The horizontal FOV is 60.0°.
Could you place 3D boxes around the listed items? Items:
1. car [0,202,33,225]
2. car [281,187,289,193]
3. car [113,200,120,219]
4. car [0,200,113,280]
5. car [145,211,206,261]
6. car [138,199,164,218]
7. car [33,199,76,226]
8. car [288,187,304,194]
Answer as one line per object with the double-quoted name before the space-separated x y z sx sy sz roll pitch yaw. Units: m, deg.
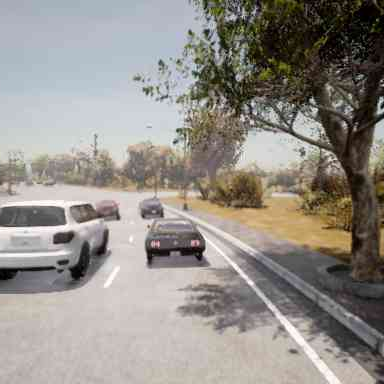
"car" -13.814 1.562 25.507 1.895 1.301 4.718 -1 2 -13
"car" 24.303 -0.431 82.810 4.892 1.490 1.837 1 2 -30
"car" -6.952 1.361 27.464 1.812 1.442 4.674 -1 2 -14
"car" -4.028 1.247 10.238 2.150 2.045 5.566 0 0 -5
"car" -0.726 1.597 12.327 1.895 1.301 4.718 -1 0 -6
"car" -3.498 1.311 28.040 1.812 1.442 4.674 -1 2 -14
"car" -10.100 1.431 24.883 2.128 1.511 4.902 -1 1 -13
"car" 26.012 -0.159 79.766 4.718 1.301 1.895 1 2 -30
